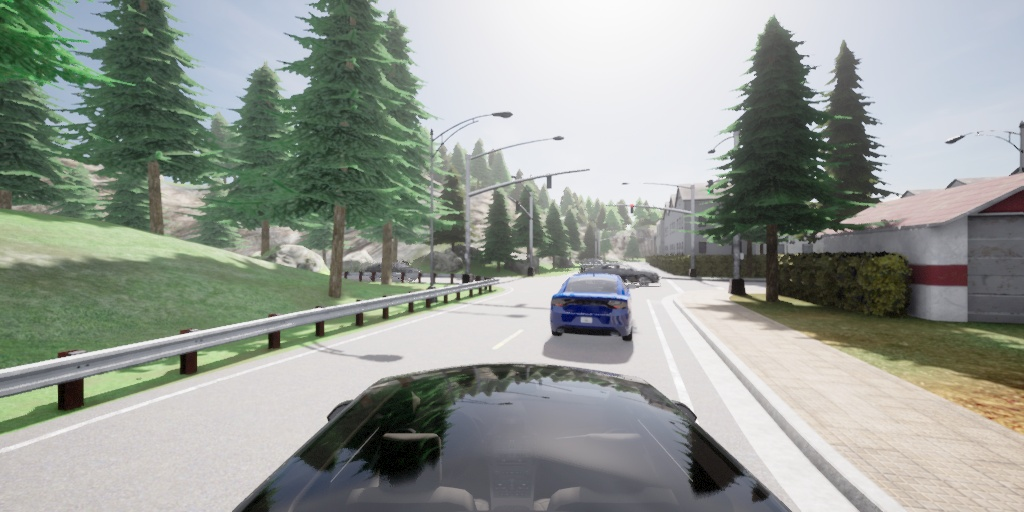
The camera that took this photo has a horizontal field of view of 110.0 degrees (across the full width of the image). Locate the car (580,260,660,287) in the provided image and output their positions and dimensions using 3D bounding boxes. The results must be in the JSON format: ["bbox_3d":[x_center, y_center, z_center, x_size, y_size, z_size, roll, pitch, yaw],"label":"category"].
[{"bbox_3d":[7.425,1.243,24.441,4.902,1.511,2.128,0,0,18],"label":"car"}]

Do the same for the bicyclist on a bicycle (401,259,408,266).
[{"bbox_3d":[-11.447,1.155,38.035,0.582,1.620,1.656,-2,5,18],"label":"bicyclist on a bicycle"}]

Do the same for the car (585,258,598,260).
[{"bbox_3d":[9.438,1.086,42.821,2.097,1.767,4.553,0,0,19],"label":"car"}]

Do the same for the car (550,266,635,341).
[{"bbox_3d":[2.371,1.224,10.062,1.882,1.535,5.008,0,0,18],"label":"car"}]

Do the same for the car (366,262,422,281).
[{"bbox_3d":[-9.887,1.248,30.100,4.902,1.511,2.128,0,0,18],"label":"car"}]

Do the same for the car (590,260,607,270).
[{"bbox_3d":[12.772,1.278,52.735,2.033,1.411,5.357,0,0,19],"label":"car"}]
